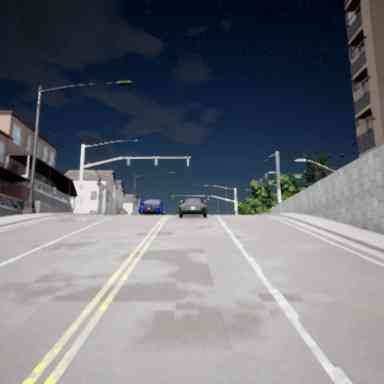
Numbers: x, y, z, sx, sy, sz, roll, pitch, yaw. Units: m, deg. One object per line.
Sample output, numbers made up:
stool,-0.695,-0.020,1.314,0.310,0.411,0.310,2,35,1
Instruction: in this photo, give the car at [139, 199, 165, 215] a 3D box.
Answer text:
car,-3.523,1.387,29.993,1.882,1.535,5.008,0,-6,1

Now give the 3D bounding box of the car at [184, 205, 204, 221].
car,0.256,2.357,37.209,1.994,1.385,4.181,0,-9,4

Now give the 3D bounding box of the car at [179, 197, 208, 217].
car,0.082,1.063,23.857,1.994,1.385,4.181,0,-1,1
